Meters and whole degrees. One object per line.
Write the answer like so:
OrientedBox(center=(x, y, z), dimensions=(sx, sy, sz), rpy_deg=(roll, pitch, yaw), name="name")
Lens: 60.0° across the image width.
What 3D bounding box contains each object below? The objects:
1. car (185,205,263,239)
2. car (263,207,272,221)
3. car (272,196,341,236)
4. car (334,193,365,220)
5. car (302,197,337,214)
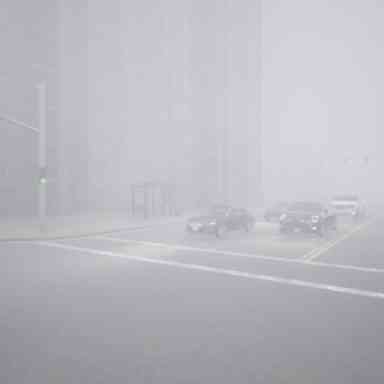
OrientedBox(center=(1.573, 1.428, 17.327), dimensions=(2.128, 1.511, 4.902), rpy_deg=(0, 0, 36), name="car")
OrientedBox(center=(7.158, 1.427, 25.319), dimensions=(2.033, 1.411, 5.357), rpy_deg=(0, 0, 35), name="car")
OrientedBox(center=(6.334, 1.271, 17.998), dimensions=(2.097, 1.767, 4.553), rpy_deg=(0, 0, 35), name="car")
OrientedBox(center=(12.416, 1.078, 26.741), dimensions=(2.150, 2.045, 5.566), rpy_deg=(0, 0, 35), name="car")
OrientedBox(center=(12.944, 1.312, 33.586), dimensions=(2.128, 1.511, 4.902), rpy_deg=(0, 0, 35), name="car")
